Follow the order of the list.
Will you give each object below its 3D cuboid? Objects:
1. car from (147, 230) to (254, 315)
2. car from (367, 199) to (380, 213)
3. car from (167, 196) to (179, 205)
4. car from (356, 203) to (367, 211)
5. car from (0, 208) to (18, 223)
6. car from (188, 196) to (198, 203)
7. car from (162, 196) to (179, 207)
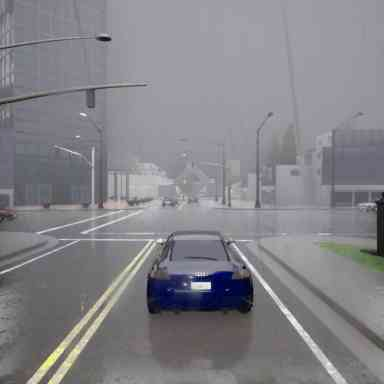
[{"bbox_3d":[0.096,1.564,7.662,1.994,1.385,4.181,0,0,-2],"label":"car"},{"bbox_3d":[20.543,1.515,33.535,4.181,1.385,1.994,0,0,0],"label":"car"},{"bbox_3d":[-3.474,1.505,61.542,1.837,1.490,4.892,0,0,1],"label":"car"},{"bbox_3d":[20.786,1.477,37.049,4.674,1.442,1.812,0,0,-2],"label":"car"},{"bbox_3d":[-16.212,1.632,26.090,4.674,1.442,1.812,-1,0,0],"label":"car"},{"bbox_3d":[0.219,1.491,67.239,2.128,1.511,4.902,0,0,1],"label":"car"},{"bbox_3d":[-3.531,1.491,51.142,2.128,1.511,4.902,0,0,0],"label":"car"}]
